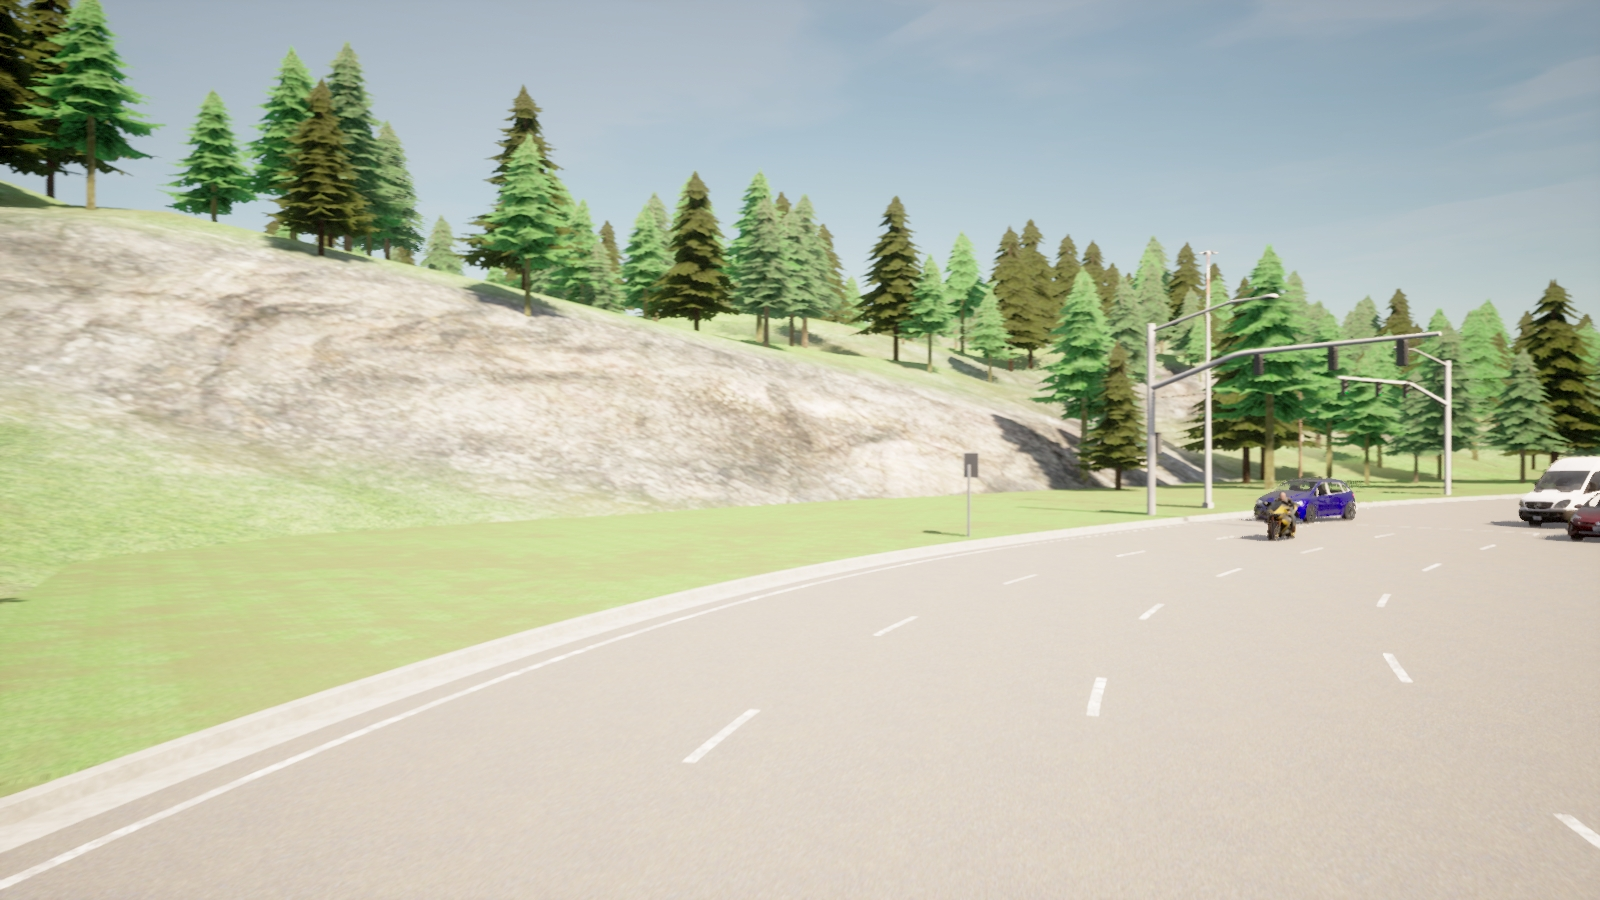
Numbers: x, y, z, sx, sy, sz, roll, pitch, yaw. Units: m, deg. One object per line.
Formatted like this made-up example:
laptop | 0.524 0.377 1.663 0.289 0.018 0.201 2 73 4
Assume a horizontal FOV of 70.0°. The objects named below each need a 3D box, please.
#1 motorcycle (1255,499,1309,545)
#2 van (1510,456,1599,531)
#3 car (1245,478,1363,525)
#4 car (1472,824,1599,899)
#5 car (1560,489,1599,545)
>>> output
motorcycle | 14.822 2.197 35.127 0.867 1.251 2.209 2 1 41
van | 28.733 1.529 41.243 5.915 2.561 1.988 0 -2 -20
car | 19.752 1.959 44.692 4.611 1.667 2.242 0 -1 -37
car | 3.238 2.034 1.341 2.097 1.535 5.006 0 0 2
car | 25.376 2.035 35.241 4.514 1.525 2.007 0 0 -39
